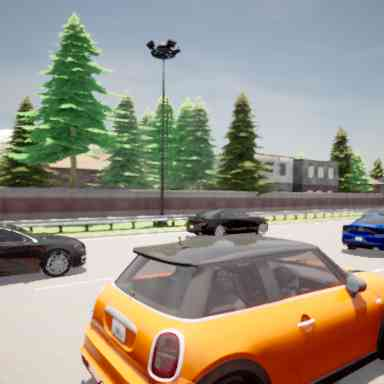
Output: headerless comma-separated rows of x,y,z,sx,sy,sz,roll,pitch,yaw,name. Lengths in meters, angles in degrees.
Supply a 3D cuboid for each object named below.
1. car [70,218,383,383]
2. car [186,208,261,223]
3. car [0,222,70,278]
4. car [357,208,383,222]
1.016,1.389,4.469,4.553,1.767,2.097,1,-1,-35,car
2.002,1.613,18.071,5.008,1.535,1.882,1,0,-35,car
-5.249,1.513,8.599,4.892,1.490,1.837,0,0,-35,car
8.302,1.644,13.966,5.008,1.535,1.882,1,0,-36,car
